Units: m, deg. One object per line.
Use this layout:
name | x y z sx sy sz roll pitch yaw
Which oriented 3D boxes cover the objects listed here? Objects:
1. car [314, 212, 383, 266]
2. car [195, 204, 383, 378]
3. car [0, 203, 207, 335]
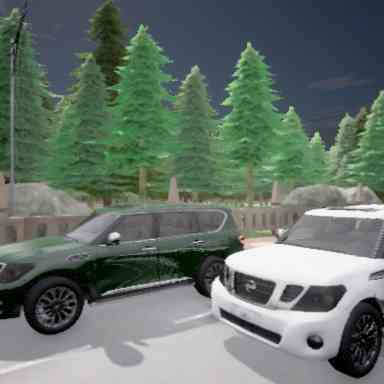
car | 7.101 1.584 12.430 5.008 1.535 1.882 0 -1 -28
car | 2.992 1.274 5.943 5.566 2.045 2.150 0 -1 -34
car | -1.313 1.284 7.192 5.566 2.045 2.150 0 -1 -35
